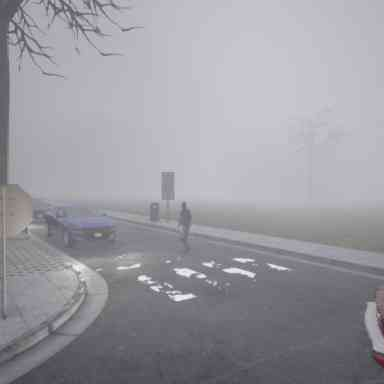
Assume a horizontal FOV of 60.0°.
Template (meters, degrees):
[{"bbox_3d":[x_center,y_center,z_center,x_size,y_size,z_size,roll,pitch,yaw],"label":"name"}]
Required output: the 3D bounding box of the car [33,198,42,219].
[{"bbox_3d":[-10.737,1.172,22.410,1.812,1.442,4.674,0,1,-36],"label":"car"}]

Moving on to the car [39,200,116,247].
[{"bbox_3d":[-4.919,1.277,14.316,1.882,1.535,5.008,0,1,-36],"label":"car"}]

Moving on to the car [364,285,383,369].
[{"bbox_3d":[4.346,1.607,3.265,4.718,1.301,1.895,1,1,26],"label":"car"}]

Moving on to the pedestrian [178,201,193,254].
[{"bbox_3d":[-0.237,1.162,11.265,0.375,1.860,0.375,1,0,-36],"label":"pedestrian"}]
